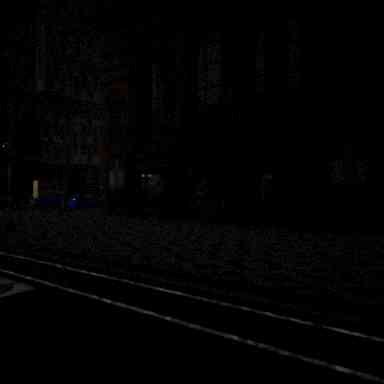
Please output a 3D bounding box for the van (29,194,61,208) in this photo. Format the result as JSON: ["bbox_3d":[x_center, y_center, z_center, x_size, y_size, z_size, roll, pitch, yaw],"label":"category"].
[{"bbox_3d":[-19.227,1.099,43.684,1.690,1.788,3.998,0,0,36],"label":"van"}]

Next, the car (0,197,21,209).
[{"bbox_3d":[-22.510,1.319,39.125,2.008,1.369,4.403,0,0,36],"label":"car"}]

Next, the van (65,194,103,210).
[{"bbox_3d":[-12.307,1.129,38.704,1.690,1.788,3.998,0,0,36],"label":"van"}]

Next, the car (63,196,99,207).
[{"bbox_3d":[-16.045,1.272,48.106,1.752,1.417,4.829,0,0,36],"label":"car"}]

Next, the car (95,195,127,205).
[{"bbox_3d":[-12.762,1.262,52.666,1.752,1.417,4.829,0,0,36],"label":"car"}]
